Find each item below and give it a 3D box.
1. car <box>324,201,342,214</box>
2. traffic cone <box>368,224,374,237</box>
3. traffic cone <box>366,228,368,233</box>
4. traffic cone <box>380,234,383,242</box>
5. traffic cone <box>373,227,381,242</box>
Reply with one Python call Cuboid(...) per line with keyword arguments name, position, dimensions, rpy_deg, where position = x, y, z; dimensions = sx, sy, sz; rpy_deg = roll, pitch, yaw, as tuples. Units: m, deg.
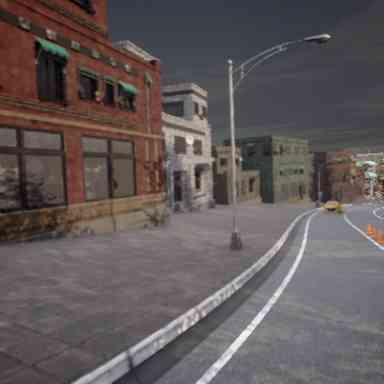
Cuboid(name="car", position=(18.144, 1.904, 42.803), dimensions=(1.882, 1.535, 5.008), rpy_deg=(0, 0, 28))
Cuboid(name="traffic cone", position=(10.006, 2.181, 18.283), dimensions=(0.340, 0.580, 0.340), rpy_deg=(-1, -1, 21))
Cuboid(name="traffic cone", position=(10.725, 2.201, 20.148), dimensions=(0.340, 0.580, 0.340), rpy_deg=(-1, -1, 21))
Cuboid(name="traffic cone", position=(8.570, 2.140, 14.551), dimensions=(0.340, 0.580, 0.340), rpy_deg=(-1, -1, 21))
Cuboid(name="traffic cone", position=(9.288, 2.161, 16.416), dimensions=(0.340, 0.580, 0.340), rpy_deg=(-1, -1, 21))
